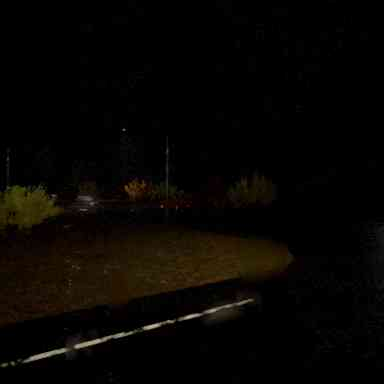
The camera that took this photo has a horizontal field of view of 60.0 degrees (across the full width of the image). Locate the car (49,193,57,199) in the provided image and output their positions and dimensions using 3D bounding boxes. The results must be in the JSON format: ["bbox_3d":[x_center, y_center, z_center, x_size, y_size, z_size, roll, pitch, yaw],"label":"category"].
[{"bbox_3d":[-34.979,1.060,82.724,2.128,1.511,4.902,0,0,-37],"label":"car"}]

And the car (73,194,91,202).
[{"bbox_3d":[-21.506,1.156,64.944,1.882,1.535,5.008,0,0,-37],"label":"car"}]

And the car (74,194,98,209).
[{"bbox_3d":[-13.846,1.308,43.249,2.128,1.511,4.902,0,0,-37],"label":"car"}]

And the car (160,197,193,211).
[{"bbox_3d":[-1.915,1.327,39.083,1.882,1.535,5.008,0,0,-37],"label":"car"}]
